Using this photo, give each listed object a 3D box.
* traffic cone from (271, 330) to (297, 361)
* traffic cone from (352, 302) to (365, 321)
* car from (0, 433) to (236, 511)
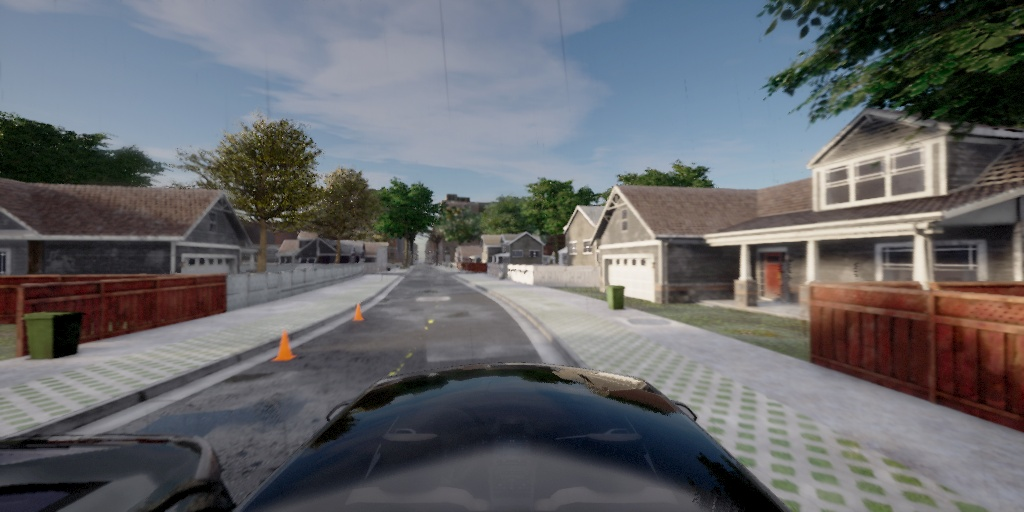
[{"bbox_3d":[-4.648,1.804,7.333,0.340,0.580,0.340,0,0,-5],"label":"traffic cone"},{"bbox_3d":[-5.197,1.869,12.146,0.340,0.580,0.340,0,0,-8],"label":"traffic cone"},{"bbox_3d":[-2.541,1.309,0.296,1.994,1.385,4.181,0,-1,0],"label":"car"}]
